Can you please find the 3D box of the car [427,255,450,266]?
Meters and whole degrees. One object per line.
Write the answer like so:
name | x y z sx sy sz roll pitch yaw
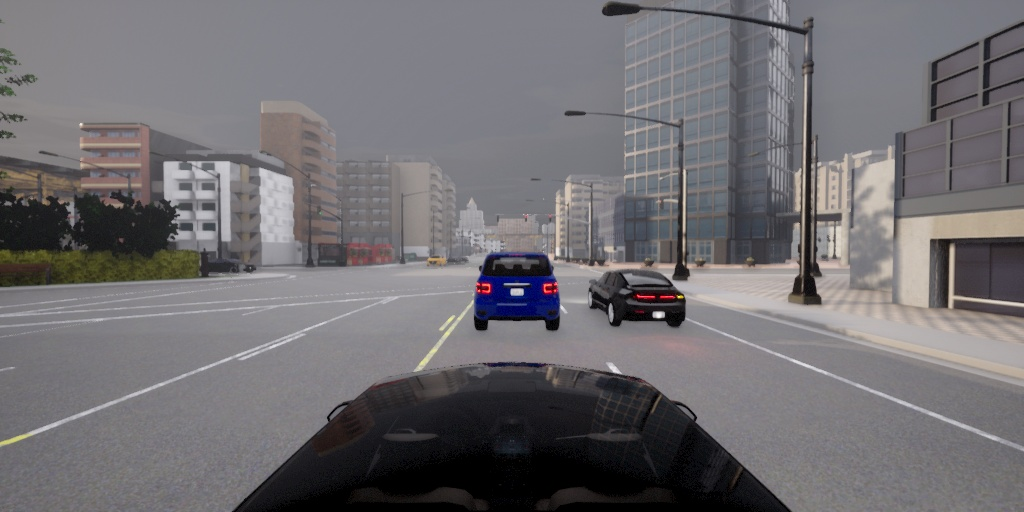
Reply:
car | -10.348 0.607 49.441 1.882 1.535 5.008 0 0 1

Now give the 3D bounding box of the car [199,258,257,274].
car | -25.497 0.891 32.245 4.181 1.385 1.994 0 1 1

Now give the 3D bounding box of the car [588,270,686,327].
car | 3.646 1.161 11.210 1.837 1.490 4.892 0 1 1

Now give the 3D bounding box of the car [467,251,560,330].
car | 0.134 0.880 10.846 2.150 2.045 5.566 0 1 0

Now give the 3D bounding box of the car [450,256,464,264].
car | -10.246 0.660 63.039 1.895 1.301 4.718 0 0 1
